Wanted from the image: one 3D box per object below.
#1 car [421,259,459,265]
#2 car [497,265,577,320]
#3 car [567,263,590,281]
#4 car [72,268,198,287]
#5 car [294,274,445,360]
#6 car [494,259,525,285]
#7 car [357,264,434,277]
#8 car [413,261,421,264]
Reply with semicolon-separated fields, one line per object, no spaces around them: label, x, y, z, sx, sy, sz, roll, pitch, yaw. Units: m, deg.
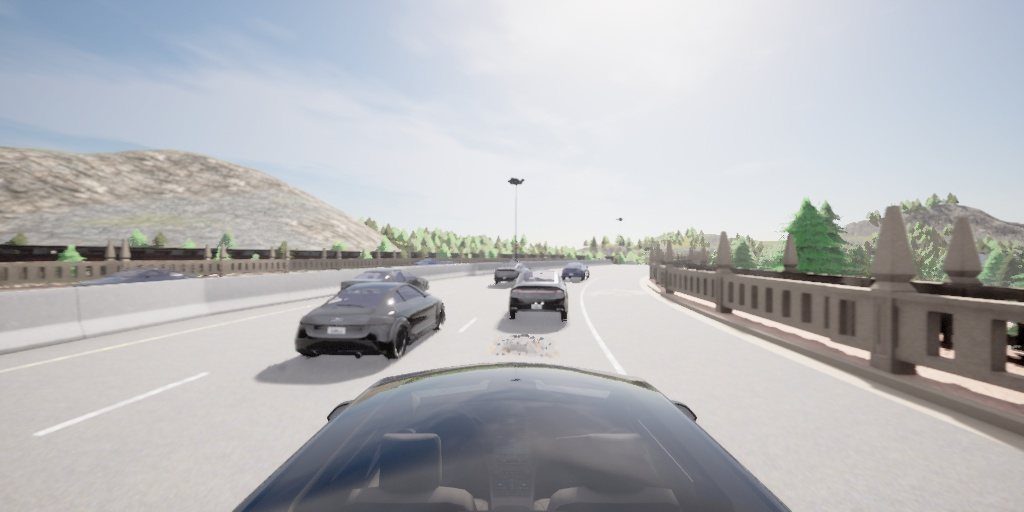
car;-6.906;1.237;37.841;2.033;1.411;5.357;0;0;22
car;1.028;1.238;12.681;2.128;1.511;4.902;0;0;8
car;5.424;1.277;30.404;1.812;1.442;4.674;0;0;19
car;-16.348;1.227;15.838;1.994;1.385;4.181;0;0;9
car;-2.958;1.295;8.369;1.994;1.385;4.181;0;0;5
car;0.174;1.223;25.499;2.128;1.511;4.902;0;0;16
car;-5.556;1.260;16.274;2.033;1.411;5.357;0;0;10
car;-10.912;1.142;46.202;1.882;1.535;5.008;0;0;25
